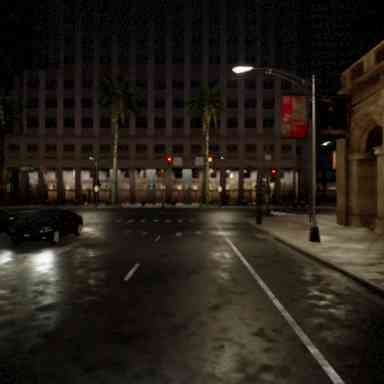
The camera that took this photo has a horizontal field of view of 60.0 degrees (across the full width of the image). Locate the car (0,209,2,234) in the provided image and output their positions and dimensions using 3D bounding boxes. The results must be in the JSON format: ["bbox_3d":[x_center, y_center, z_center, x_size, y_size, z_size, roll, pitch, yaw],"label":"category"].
[{"bbox_3d":[-10.479,1.596,16.551,2.128,1.511,4.902,0,0,0],"label":"car"}]

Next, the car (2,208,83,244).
[{"bbox_3d":[-6.979,1.584,16.546,1.882,1.535,5.008,0,0,0],"label":"car"}]
